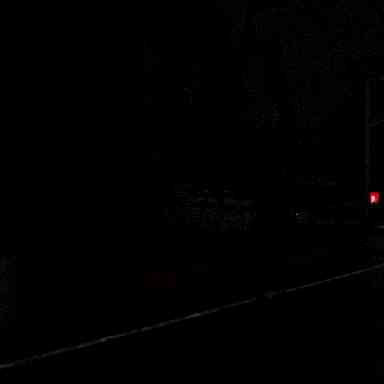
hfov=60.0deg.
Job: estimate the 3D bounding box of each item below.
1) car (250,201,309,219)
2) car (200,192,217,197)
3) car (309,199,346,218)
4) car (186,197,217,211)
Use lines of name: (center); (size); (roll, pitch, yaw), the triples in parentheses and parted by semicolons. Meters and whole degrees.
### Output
car: (7.460, 1.616, 29.243); (1.895, 1.301, 4.718); (0, 0, -37)
car: (5.002, 1.113, 92.341); (1.932, 1.855, 4.605); (0, 0, -37)
car: (11.368, 1.368, 30.130); (2.097, 1.767, 4.553); (0, 0, -37)
car: (1.402, 1.579, 37.263); (1.994, 1.385, 4.181); (0, 0, -37)
